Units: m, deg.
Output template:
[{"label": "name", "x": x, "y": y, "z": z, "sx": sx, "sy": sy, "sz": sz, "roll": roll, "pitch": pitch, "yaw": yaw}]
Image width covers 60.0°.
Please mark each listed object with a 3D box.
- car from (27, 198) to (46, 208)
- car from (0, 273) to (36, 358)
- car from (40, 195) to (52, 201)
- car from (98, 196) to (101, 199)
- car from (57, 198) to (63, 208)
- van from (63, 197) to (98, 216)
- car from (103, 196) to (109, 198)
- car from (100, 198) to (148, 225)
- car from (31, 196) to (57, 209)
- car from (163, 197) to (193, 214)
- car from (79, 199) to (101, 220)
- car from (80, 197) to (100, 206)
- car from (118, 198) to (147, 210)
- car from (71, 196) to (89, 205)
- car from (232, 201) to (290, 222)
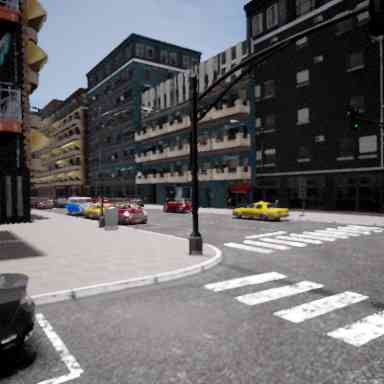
[{"label": "car", "x": -24.207, "y": 1.703, "z": 51.630, "sx": 1.947, "sy": 1.339, "sz": 4.313, "roll": -2, "pitch": 1, "yaw": -36}, {"label": "car", "x": -4.134, "y": 1.561, "z": 3.625, "sx": 4.403, "sy": 1.369, "sz": 2.008, "roll": 0, "pitch": -1, "yaw": -35}, {"label": "car", "x": -36.717, "y": 1.606, "z": 83.510, "sx": 1.887, "sy": 1.381, "sz": 4.507, "roll": -2, "pitch": 1, "yaw": -36}, {"label": "car", "x": -14.176, "y": 1.378, "z": 52.003, "sx": 1.967, "sy": 1.590, "sz": 4.097, "roll": -2, "pitch": 1, "yaw": -36}, {"label": "car", "x": -19.418, "y": 1.612, "z": 49.555, "sx": 2.033, "sy": 1.411, "sz": 5.357, "roll": -2, "pitch": 1, "yaw": -35}, {"label": "van", "x": -11.329, "y": 1.415, "z": 33.625, "sx": 1.690, "sy": 1.788, "sz": 3.998, "roll": -2, "pitch": 1, "yaw": -36}, {"label": "car", "x": -6.471, "y": 1.357, "z": 31.291, "sx": 2.097, "sy": 1.767, "sz": 4.553, "roll": -2, "pitch": 1, "yaw": -36}, {"label": "car", "x": -4.886, "y": 1.485, "z": 24.626, "sx": 1.967, "sy": 1.590, "sz": 4.097, "roll": -2, "pitch": 1, "yaw": -36}, {"label": "car", "x": -20.989, "y": 1.561, "z": 47.128, "sx": 1.967, "sy": 1.590, "sz": 4.097, "roll": -2, "pitch": 1, "yaw": -36}, {"label": "car", "x": -1.293, "y": 1.317, "z": 34.001, "sx": 1.967, "sy": 1.590, "sz": 4.097, "roll": -2, "pitch": 1, "yaw": -36}, {"label": "car", "x": -8.006, "y": 1.584, "z": 28.989, "sx": 1.752, "sy": 1.417, "sz": 4.829, "roll": -2, "pitch": 1, "yaw": -36}, {"label": "car", "x": -17.394, "y": 1.520, "z": 56.505, "sx": 1.947, "sy": 1.339, "sz": 4.313, "roll": -2, "pitch": 1, "yaw": -36}, {"label": "car", "x": -7.732, "y": 1.458, "z": 43.004, "sx": 2.008, "sy": 1.369, "sz": 4.403, "roll": -2, "pitch": 1, "yaw": -36}, {"label": "car", "x": -20.614, "y": 1.522, "z": 61.006, "sx": 2.008, "sy": 1.369, "sz": 4.403, "roll": -2, "pitch": 1, "yaw": -36}, {"label": "car", "x": 5.051, "y": 1.374, "z": 25.140, "sx": 1.752, "sy": 1.417, "sz": 4.829, "roll": -2, "pitch": 1, "yaw": -36}]
